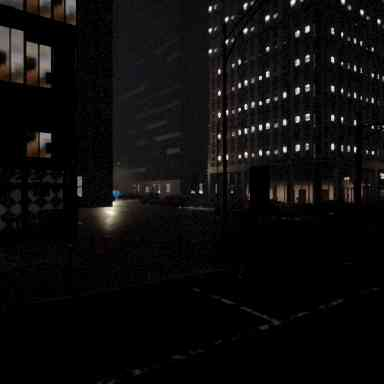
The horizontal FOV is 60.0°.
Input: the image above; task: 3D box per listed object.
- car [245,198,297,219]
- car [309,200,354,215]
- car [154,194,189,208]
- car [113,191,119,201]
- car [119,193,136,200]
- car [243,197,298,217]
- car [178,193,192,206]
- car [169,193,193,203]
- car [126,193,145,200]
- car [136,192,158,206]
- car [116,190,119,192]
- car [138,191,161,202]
[{"bbox_3d":[6.389,1.397,26.546,1.802,1.307,4.206,1,0,-32],"label":"car"},{"bbox_3d":[13.007,1.374,31.239,1.802,1.307,4.206,1,0,-32],"label":"car"},{"bbox_3d":[-2.509,1.209,40.500,1.802,1.307,4.206,1,0,-33],"label":"car"},{"bbox_3d":[-15.008,0.917,58.874,1.887,1.381,4.507,1,0,-35],"label":"car"},{"bbox_3d":[-10.390,0.582,57.021,1.994,1.385,4.181,0,1,-35],"label":"car"},{"bbox_3d":[6.999,1.254,30.326,1.882,1.535,5.008,0,1,-32],"label":"car"},{"bbox_3d":[-1.873,1.080,44.241,2.128,1.511,4.902,0,1,-33],"label":"car"},{"bbox_3d":[-1.892,0.923,54.336,1.967,1.590,4.097,1,0,-35],"label":"car"},{"bbox_3d":[-11.540,0.861,67.781,1.947,1.339,4.313,1,0,-36],"label":"car"},{"bbox_3d":[-5.459,1.091,44.996,1.752,1.417,4.829,1,0,-33],"label":"car"},{"bbox_3d":[-13.144,0.873,65.716,1.994,1.385,4.181,0,1,-36],"label":"car"},{"bbox_3d":[-7.324,0.775,57.543,2.097,1.767,4.553,0,1,-35],"label":"car"}]
